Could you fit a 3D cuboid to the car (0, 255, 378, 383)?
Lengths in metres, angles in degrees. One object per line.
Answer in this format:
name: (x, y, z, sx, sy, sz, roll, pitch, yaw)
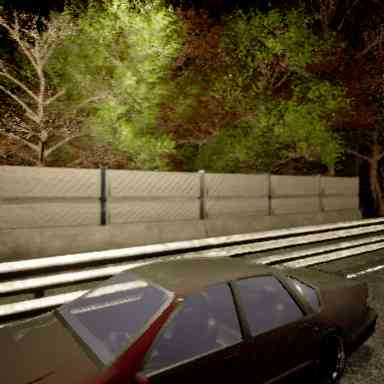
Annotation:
car: (-0.060, 1.515, 3.640, 5.357, 1.411, 2.033, -1, 1, -35)
